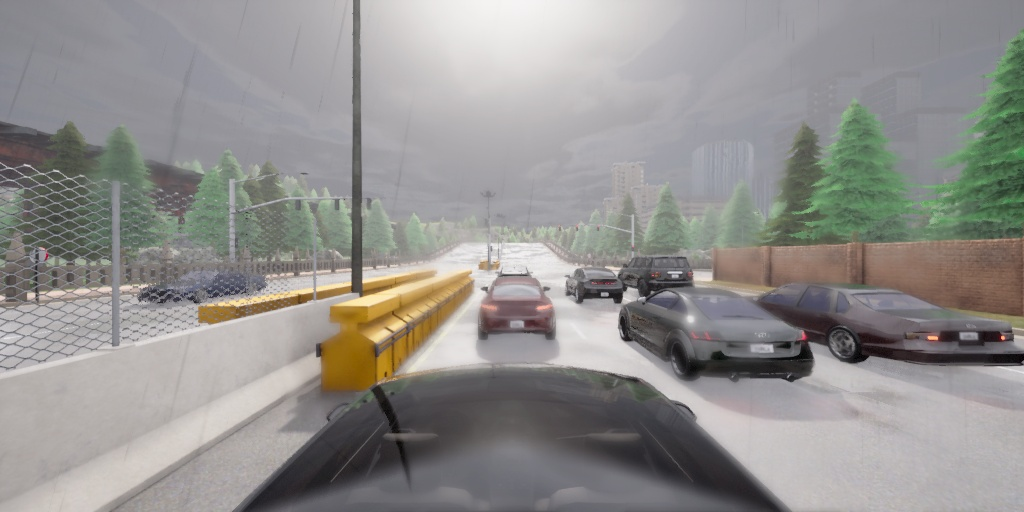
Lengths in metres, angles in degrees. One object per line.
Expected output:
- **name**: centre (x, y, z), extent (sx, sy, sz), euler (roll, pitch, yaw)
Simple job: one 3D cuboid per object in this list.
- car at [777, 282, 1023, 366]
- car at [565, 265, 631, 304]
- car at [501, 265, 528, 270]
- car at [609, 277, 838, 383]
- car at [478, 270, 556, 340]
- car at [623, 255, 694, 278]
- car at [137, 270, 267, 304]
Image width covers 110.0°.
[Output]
- **car**: centre (7.109, 1.297, 8.084), extent (2.033, 1.411, 5.357), euler (0, 0, 0)
- **car**: centre (3.618, 1.255, 16.387), extent (1.837, 1.490, 4.892), euler (0, 0, 0)
- **car**: centre (0.123, 1.241, 19.097), extent (2.128, 1.511, 4.902), euler (0, 0, 0)
- **car**: centre (3.612, 1.314, 7.220), extent (1.994, 1.385, 4.181), euler (0, 0, -1)
- **car**: centre (0.112, 1.276, 9.851), extent (1.812, 1.442, 4.674), euler (0, 0, 0)
- **car**: centre (7.120, 0.972, 18.326), extent (2.150, 2.045, 5.566), euler (0, 0, 0)
- **car**: centre (-13.981, 1.365, 16.769), extent (2.033, 1.411, 5.357), euler (0, 0, 0)
